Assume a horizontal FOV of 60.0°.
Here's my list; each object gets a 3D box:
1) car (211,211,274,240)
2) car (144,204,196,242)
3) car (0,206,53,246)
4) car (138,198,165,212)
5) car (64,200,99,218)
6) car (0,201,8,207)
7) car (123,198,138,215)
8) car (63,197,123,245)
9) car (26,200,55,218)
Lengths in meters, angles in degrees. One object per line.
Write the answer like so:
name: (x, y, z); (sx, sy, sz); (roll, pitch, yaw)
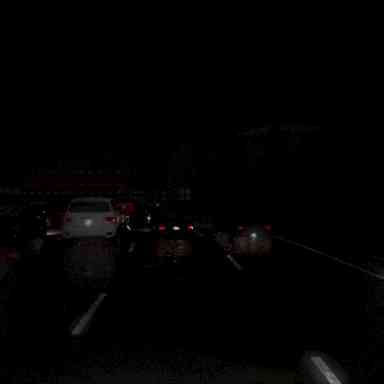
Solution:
car: (2.345, 1.616, 16.944); (1.895, 1.301, 4.718); (0, 0, -10)
car: (-1.093, 1.563, 16.289); (2.033, 1.411, 5.357); (0, 0, -10)
car: (-7.980, 1.572, 15.038); (1.994, 1.385, 4.181); (0, 0, -10)
car: (-4.527, 1.366, 35.014); (2.097, 1.767, 4.553); (0, 0, -31)
car: (-10.521, 1.563, 31.398); (2.033, 1.411, 5.357); (0, 0, -31)
car: (-16.499, 1.495, 27.756); (2.128, 1.511, 4.902); (0, 0, -31)
car: (-7.516, 1.366, 33.193); (2.097, 1.767, 4.553); (0, 0, -31)
car: (-4.542, 1.258, 15.693); (2.150, 2.045, 5.566); (0, 0, -10)
car: (-13.510, 1.485, 29.577); (1.882, 1.535, 5.008); (0, 0, -31)
